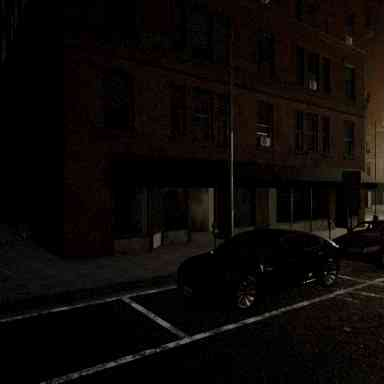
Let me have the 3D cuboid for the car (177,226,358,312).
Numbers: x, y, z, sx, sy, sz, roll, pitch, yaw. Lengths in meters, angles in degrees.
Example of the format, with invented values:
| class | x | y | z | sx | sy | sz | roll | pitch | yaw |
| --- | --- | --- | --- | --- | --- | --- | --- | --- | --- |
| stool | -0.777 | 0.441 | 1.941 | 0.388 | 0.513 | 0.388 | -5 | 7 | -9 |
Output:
| class | x | y | z | sx | sy | sz | roll | pitch | yaw |
| --- | --- | --- | --- | --- | --- | --- | --- | --- | --- |
| car | 1.701 | 1.566 | 7.730 | 4.313 | 1.339 | 1.947 | 0 | 0 | -35 |

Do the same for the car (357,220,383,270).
| class | x | y | z | sx | sy | sz | roll | pitch | yaw |
| --- | --- | --- | --- | --- | --- | --- | --- | --- | --- |
| car | 6.189 | 1.582 | 10.912 | 4.206 | 1.307 | 1.802 | 0 | 0 | -35 |
